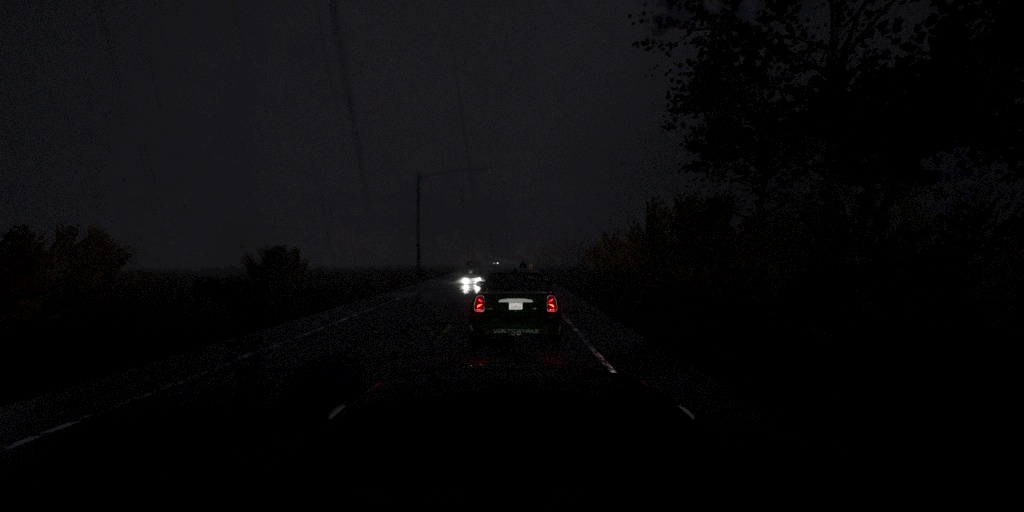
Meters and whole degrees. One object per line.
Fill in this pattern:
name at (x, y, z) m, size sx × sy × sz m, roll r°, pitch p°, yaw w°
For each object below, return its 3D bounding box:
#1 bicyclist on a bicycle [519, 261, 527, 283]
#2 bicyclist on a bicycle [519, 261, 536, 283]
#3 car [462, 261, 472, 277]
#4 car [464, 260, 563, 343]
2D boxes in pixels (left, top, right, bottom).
bicyclist on a bicycle at (0.841, 1.191, 27.290) m, size 0.582 × 1.620 × 1.656 m, roll 0°, pitch 0°, yaw 0°
bicyclist on a bicycle at (0.904, 1.179, 17.173) m, size 0.866 × 1.612 × 1.509 m, roll 0°, pitch 0°, yaw 0°
car at (-3.789, 1.228, 35.209) m, size 2.128 × 1.511 × 4.902 m, roll 0°, pitch 0°, yaw -1°
car at (0.072, 1.098, 9.829) m, size 2.097 × 1.767 × 4.553 m, roll 0°, pitch 0°, yaw 0°
